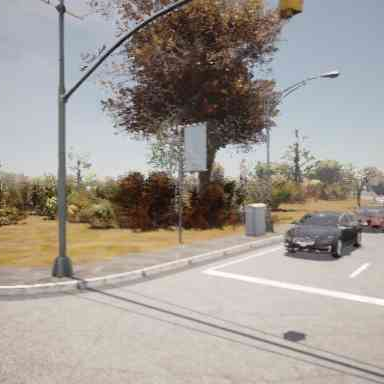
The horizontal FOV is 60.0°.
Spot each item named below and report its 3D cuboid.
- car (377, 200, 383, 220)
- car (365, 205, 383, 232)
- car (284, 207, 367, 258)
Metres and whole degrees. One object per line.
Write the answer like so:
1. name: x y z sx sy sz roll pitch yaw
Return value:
1. car: 17.077 1.487 28.061 1.837 1.490 4.892 -1 0 38
2. car: 10.815 1.580 20.078 1.994 1.385 4.181 -1 0 39
3. car: 5.259 1.533 13.122 1.837 1.490 4.892 -1 0 39
